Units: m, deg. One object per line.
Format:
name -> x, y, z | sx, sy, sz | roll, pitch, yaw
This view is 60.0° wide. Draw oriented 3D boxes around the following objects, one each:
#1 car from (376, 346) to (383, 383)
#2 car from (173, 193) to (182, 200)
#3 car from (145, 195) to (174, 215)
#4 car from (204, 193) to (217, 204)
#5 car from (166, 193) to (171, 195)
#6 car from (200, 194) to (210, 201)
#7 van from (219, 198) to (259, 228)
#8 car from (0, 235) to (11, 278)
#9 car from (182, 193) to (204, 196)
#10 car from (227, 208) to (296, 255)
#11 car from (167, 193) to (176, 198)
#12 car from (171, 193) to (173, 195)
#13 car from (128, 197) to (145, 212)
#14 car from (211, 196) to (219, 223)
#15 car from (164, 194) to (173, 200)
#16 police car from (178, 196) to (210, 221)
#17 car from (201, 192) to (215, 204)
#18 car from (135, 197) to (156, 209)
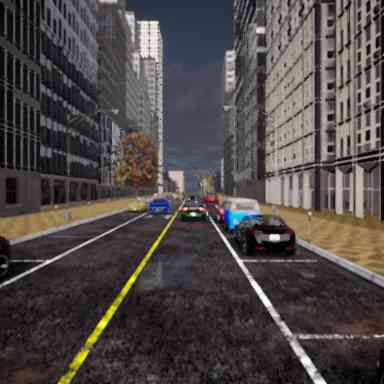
car -> 2.692, 1.559, 1.522 | 1.947, 1.339, 4.313 | 0, 0, 0
car -> -3.010, 1.024, 73.597 | 1.882, 1.535, 5.008 | 0, 0, 0
car -> -3.103, 1.321, 32.548 | 1.882, 1.535, 5.008 | 0, 0, 0
car -> 2.687, 1.081, 47.058 | 2.192, 1.841, 5.009 | 0, 0, 0
car -> -5.697, 1.222, 64.146 | 2.008, 1.369, 4.403 | 0, 0, 0
car -> 2.683, 1.162, 69.997 | 1.752, 1.417, 4.829 | 0, 0, 0
van -> 2.690, 1.255, 18.599 | 1.690, 1.788, 3.998 | 0, 0, 0
car -> -5.690, 1.534, 7.221 | 1.947, 1.339, 4.313 | 0, 0, 0
car -> 0.094, 1.222, 42.244 | 2.033, 1.649, 4.856 | 0, 0, 0
car -> 2.691, 1.507, 12.906 | 1.947, 1.339, 4.313 | 0, 0, 0
car -> -5.701, 1.051, 92.607 | 2.008, 1.369, 4.403 | 0, 0, 0
car -> -5.698, 1.204, 69.839 | 1.947, 1.339, 4.313 | 0, 0, 0
car -> -5.693, 1.354, 35.514 | 1.752, 1.417, 4.829 | 0, 0, 0
car -> 2.689, 1.326, 24.290 | 1.967, 1.590, 4.097 | 0, 0, 0
car -> -5.699, 1.152, 81.222 | 1.802, 1.307, 4.206 | 0, 0, 0
police car -> 0.097, 1.383, 26.039 | 2.038, 1.542, 4.974 | 0, 0, 0
car -> 2.686, 1.018, 58.442 | 2.192, 1.841, 5.009 | 0, 0, 0
car -> -5.694, 1.348, 41.378 | 2.008, 1.369, 4.403 | 0, 0, 0
